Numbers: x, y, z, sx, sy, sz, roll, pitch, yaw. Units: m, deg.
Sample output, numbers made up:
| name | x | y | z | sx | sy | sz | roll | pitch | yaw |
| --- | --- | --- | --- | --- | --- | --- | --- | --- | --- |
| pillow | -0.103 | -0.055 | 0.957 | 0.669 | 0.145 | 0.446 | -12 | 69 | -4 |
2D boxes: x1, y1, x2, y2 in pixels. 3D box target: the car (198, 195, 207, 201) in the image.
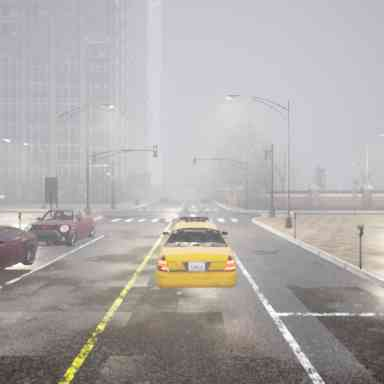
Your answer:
| name | x | y | z | sx | sy | sz | roll | pitch | yaw |
| --- | --- | --- | --- | --- | --- | --- | --- | --- | --- |
| car | 2.613 | 1.445 | 80.375 | 2.008 | 1.369 | 4.403 | 0 | 0 | 0 |

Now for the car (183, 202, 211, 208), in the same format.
| name | x | y | z | sx | sy | sz | roll | pitch | yaw |
| --- | --- | --- | --- | --- | --- | --- | --- | --- | --- |
| car | 0.097 | 1.534 | 19.439 | 2.033 | 1.411 | 5.357 | 0 | 0 | 0 |

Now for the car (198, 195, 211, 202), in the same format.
| name | x | y | z | sx | sy | sz | roll | pitch | yaw |
| --- | --- | --- | --- | --- | --- | --- | --- | --- | --- |
| car | 2.689 | 1.489 | 63.700 | 1.947 | 1.339 | 4.313 | 0 | 0 | 0 |

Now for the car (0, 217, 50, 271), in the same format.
| name | x | y | z | sx | sy | sz | roll | pitch | yaw |
| --- | --- | --- | --- | --- | --- | --- | --- | --- | --- |
| car | -5.700 | 1.579 | 8.975 | 1.802 | 1.307 | 4.206 | 0 | 0 | 0 |

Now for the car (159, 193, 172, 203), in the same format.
| name | x | y | z | sx | sy | sz | roll | pitch | yaw |
| --- | --- | --- | --- | --- | --- | --- | --- | --- | --- |
| car | -5.903 | 1.482 | 69.190 | 1.947 | 1.339 | 4.313 | 0 | 0 | 0 |

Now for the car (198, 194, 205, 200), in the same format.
| name | x | y | z | sx | sy | sz | roll | pitch | yaw |
| --- | --- | --- | --- | --- | --- | --- | --- | --- | --- |
| car | 2.602 | 1.407 | 91.496 | 1.887 | 1.381 | 4.507 | 0 | 0 | 0 |

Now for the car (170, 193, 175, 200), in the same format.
| name | x | y | z | sx | sy | sz | roll | pitch | yaw |
| --- | --- | --- | --- | --- | --- | --- | --- | --- | --- |
| car | -5.918 | 1.320 | 85.874 | 1.967 | 1.590 | 4.097 | 0 | 0 | 0 |

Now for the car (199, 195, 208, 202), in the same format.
| name | x | y | z | sx | sy | sz | roll | pitch | yaw |
| --- | --- | --- | --- | --- | --- | --- | --- | --- | --- |
| car | 2.618 | 1.451 | 74.814 | 1.887 | 1.381 | 4.507 | 0 | 0 | 0 |

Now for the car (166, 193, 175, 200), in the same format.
| name | x | y | z | sx | sy | sz | roll | pitch | yaw |
| --- | --- | --- | --- | --- | --- | --- | --- | --- | --- |
| car | -5.923 | 1.177 | 91.432 | 2.192 | 1.841 | 5.009 | 0 | 0 | 0 |

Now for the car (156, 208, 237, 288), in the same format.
| name | x | y | z | sx | sy | sz | roll | pitch | yaw |
| --- | --- | --- | --- | --- | --- | --- | --- | --- | --- |
| car | 0.090 | 1.453 | 9.176 | 1.801 | 1.575 | 5.366 | 0 | 0 | 0 |

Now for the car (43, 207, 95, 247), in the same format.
| name | x | y | z | sx | sy | sz | roll | pitch | yaw |
| --- | --- | --- | --- | --- | --- | --- | --- | --- | --- |
| car | -5.705 | 1.432 | 14.667 | 1.967 | 1.590 | 4.097 | 0 | 0 | 0 |
